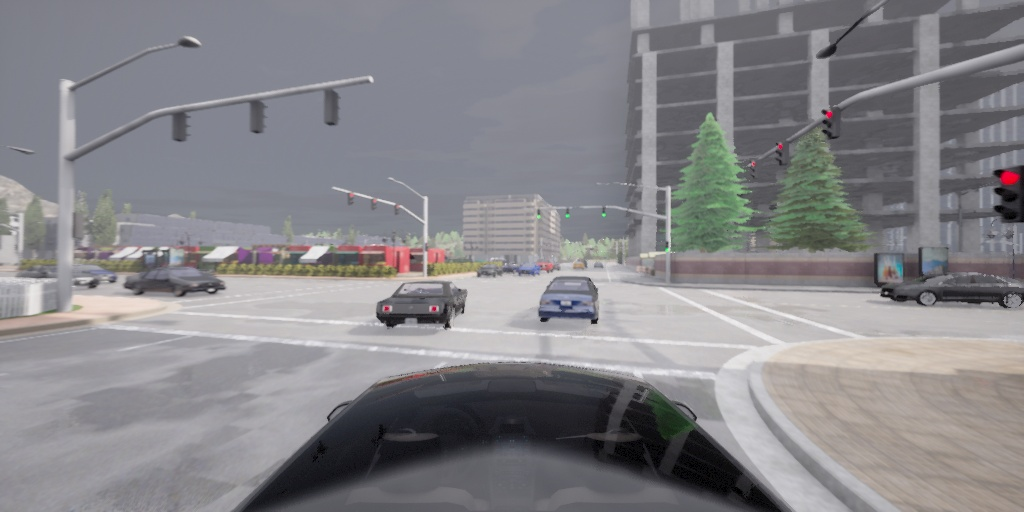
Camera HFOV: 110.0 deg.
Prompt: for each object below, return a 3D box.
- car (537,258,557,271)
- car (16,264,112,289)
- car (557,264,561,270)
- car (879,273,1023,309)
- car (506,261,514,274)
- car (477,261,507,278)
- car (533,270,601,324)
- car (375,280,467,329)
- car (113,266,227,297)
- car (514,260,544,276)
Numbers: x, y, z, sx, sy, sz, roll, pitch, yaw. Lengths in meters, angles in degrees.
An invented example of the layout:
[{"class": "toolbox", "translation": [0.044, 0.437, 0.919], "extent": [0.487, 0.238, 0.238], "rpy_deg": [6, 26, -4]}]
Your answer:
[{"class": "car", "translation": [4.502, 1.357, 50.909], "extent": [2.150, 2.045, 5.566], "rpy_deg": [0, -1, 15]}, {"class": "car", "translation": [-27.613, 1.280, 21.847], "extent": [4.902, 1.511, 2.128], "rpy_deg": [0, 0, 15]}, {"class": "car", "translation": [7.081, 1.785, 60.618], "extent": [1.994, 1.385, 4.181], "rpy_deg": [0, 0, 15]}, {"class": "car", "translation": [20.265, 1.539, 16.542], "extent": [4.892, 1.490, 1.837], "rpy_deg": [0, 0, 15]}, {"class": "car", "translation": [-0.117, 1.681, 47.089], "extent": [1.895, 1.301, 4.718], "rpy_deg": [0, 0, 15]}, {"class": "car", "translation": [-2.315, 1.569, 38.610], "extent": [1.994, 1.385, 4.181], "rpy_deg": [0, 0, 14]}, {"class": "car", "translation": [2.108, 1.408, 12.622], "extent": [2.033, 1.411, 5.357], "rpy_deg": [0, -1, 13]}, {"class": "car", "translation": [-2.590, 1.421, 11.458], "extent": [1.895, 1.301, 4.718], "rpy_deg": [0, -1, 0]}, {"class": "car", "translation": [-18.203, 1.373, 19.339], "extent": [5.357, 1.411, 2.033], "rpy_deg": [0, 0, 15]}, {"class": "car", "translation": [2.068, 1.530, 41.578], "extent": [1.882, 1.535, 5.008], "rpy_deg": [0, 0, 15]}]
